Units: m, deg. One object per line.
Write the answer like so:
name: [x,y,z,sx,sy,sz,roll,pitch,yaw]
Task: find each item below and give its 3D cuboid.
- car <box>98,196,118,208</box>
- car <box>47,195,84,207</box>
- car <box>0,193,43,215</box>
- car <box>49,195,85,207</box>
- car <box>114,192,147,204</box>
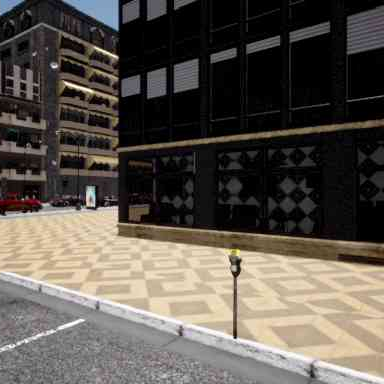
car: [-9.271,1.072,37.901,1.947,1.339,4.313,1,2,35]
car: [-16.166,1.074,42.663,1.802,1.307,4.206,1,2,35]
car: [-15.642,1.029,28.813,2.192,1.841,5.009,1,2,35]
car: [-14.699,1.082,40.274,1.994,1.385,4.181,0,1,35]
car: [-8.896,0.854,48.518,1.812,1.442,4.674,0,1,35]
